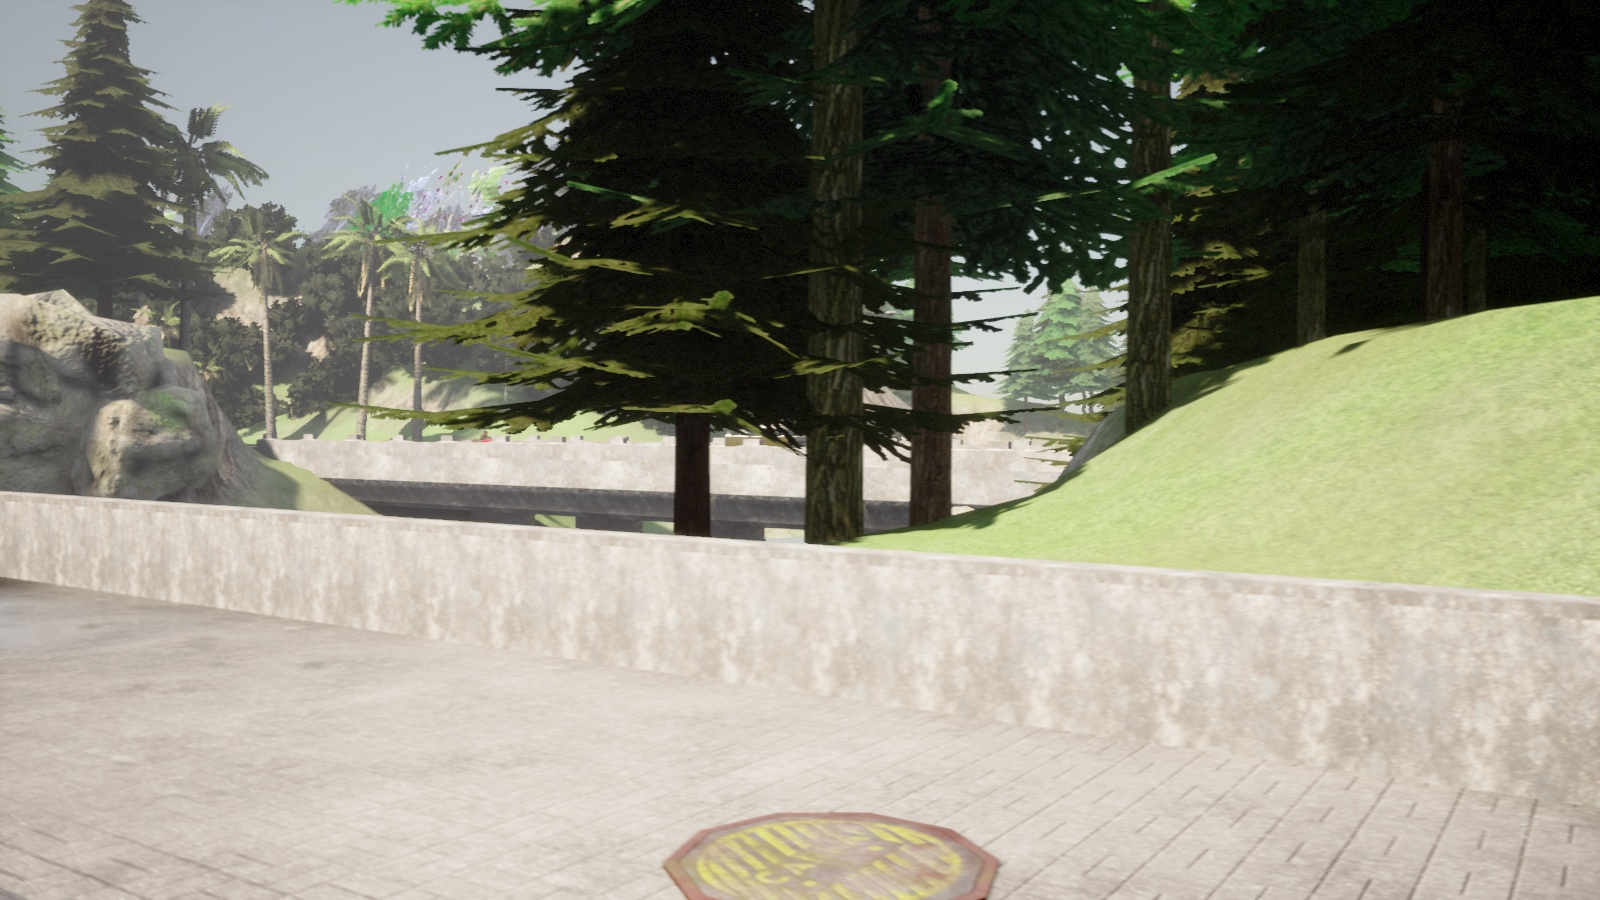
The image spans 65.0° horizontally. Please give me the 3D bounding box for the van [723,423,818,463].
[{"bbox_3d":[-1.529,-0.357,64.672,4.480,2.038,2.069,0,1,34],"label":"van"}]
